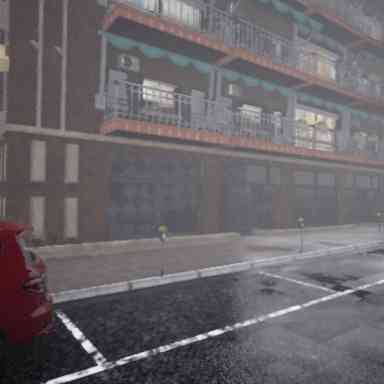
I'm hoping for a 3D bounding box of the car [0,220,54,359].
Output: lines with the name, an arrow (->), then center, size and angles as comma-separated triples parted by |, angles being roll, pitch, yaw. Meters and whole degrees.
car -> -4.159, 1.305, 3.576 | 5.009, 1.841, 2.192 | 0, 1, -36
